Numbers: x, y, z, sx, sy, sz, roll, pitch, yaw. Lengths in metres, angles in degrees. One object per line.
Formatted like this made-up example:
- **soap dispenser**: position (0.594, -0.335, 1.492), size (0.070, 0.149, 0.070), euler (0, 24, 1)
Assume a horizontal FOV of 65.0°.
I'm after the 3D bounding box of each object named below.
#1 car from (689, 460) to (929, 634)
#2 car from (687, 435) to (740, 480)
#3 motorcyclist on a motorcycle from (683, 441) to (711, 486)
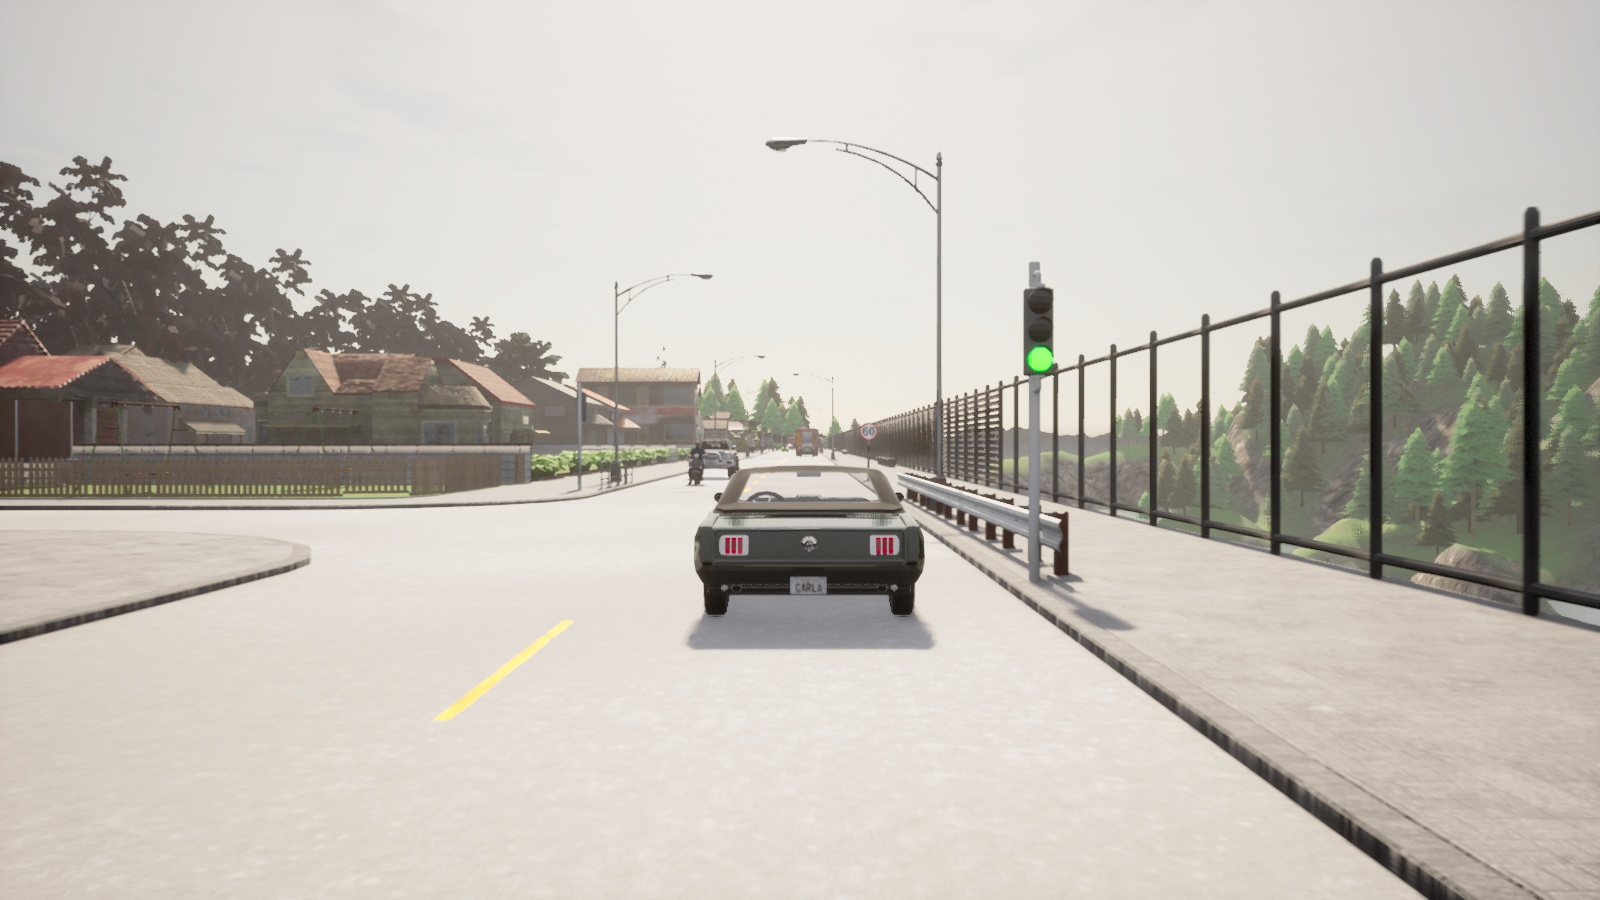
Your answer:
- **car**: position (0.085, 0.784, 12.259), size (1.895, 1.301, 4.718), euler (0, 0, 0)
- **car**: position (-3.676, 0.284, 53.905), size (1.932, 1.855, 4.605), euler (0, 0, 0)
- **motorcyclist on a motorcycle**: position (-3.726, 0.464, 45.479), size (0.866, 1.590, 1.817), euler (0, 0, 0)
